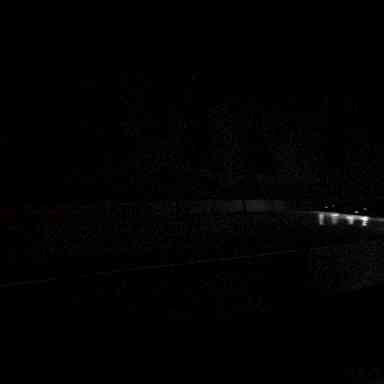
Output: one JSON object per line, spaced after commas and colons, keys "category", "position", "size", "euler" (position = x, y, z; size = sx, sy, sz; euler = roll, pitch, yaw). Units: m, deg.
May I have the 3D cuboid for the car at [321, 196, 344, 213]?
{"category": "car", "position": [14.543, 1.150, 31.894], "size": [4.892, 1.490, 1.837], "euler": [0, 1, -28]}

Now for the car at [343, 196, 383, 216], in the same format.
{"category": "car", "position": [15.890, 1.254, 28.650], "size": [5.357, 1.411, 2.033], "euler": [0, 1, -28]}
